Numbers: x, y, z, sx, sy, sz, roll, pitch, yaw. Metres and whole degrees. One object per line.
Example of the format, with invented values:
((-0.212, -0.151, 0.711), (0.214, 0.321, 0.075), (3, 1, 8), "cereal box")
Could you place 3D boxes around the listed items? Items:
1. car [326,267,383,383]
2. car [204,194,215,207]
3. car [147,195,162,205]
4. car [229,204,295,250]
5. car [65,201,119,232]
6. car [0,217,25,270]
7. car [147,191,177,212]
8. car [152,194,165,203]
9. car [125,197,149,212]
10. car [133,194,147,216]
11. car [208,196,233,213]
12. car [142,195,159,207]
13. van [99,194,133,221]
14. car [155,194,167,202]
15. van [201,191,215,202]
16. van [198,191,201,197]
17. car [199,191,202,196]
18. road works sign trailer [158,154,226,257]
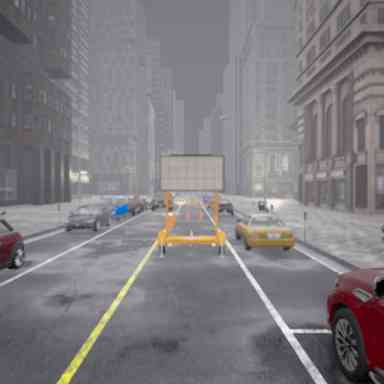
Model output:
((2.768, 1.297, 2.344), (2.192, 1.841, 5.009), (0, 0, 0), "car")
((2.760, 1.286, 41.019), (1.802, 1.307, 4.206), (0, 0, 0), "car")
((-5.793, 1.169, 52.082), (1.887, 1.381, 4.507), (0, 0, 0), "car")
((2.766, 1.427, 13.564), (1.752, 1.417, 4.829), (0, 0, 0), "car")
((-5.774, 1.413, 18.930), (2.008, 1.369, 4.403), (0, 0, 0), "car")
((-5.767, 1.382, 7.879), (1.967, 1.590, 4.097), (0, 0, 0), "car")
((-3.107, 0.962, 35.798), (2.150, 2.045, 5.566), (0, 1, 0), "car")
((-5.796, 1.130, 57.608), (1.887, 1.381, 4.507), (0, 0, 0), "car")
((-5.783, 1.288, 35.506), (1.887, 1.381, 4.507), (0, 0, 0), "car")
((-5.779, 1.098, 29.980), (2.192, 1.841, 5.009), (0, 0, 0), "car")
((2.762, 1.334, 29.969), (2.008, 1.369, 4.403), (0, 0, 0), "car")
((-5.790, 1.190, 46.387), (1.752, 1.417, 4.829), (0, 0, 0), "car")
((-5.776, 1.163, 24.455), (1.690, 1.788, 3.998), (0, 0, 0), "van")
((-5.799, 1.091, 63.133), (1.887, 1.381, 4.507), (0, 0, 0), "car")
((2.759, 0.966, 52.067), (1.690, 1.788, 3.998), (0, 0, 0), "van")
((2.755, 0.849, 68.641), (1.690, 1.788, 3.998), (0, 0, 0), "van")
((2.756, 1.091, 63.118), (1.887, 1.381, 4.507), (0, 0, 0), "car")
((-0.005, 0.374, 12.423), (2.380, 3.560, 2.880), (0, 0, 0), "road works sign trailer")
